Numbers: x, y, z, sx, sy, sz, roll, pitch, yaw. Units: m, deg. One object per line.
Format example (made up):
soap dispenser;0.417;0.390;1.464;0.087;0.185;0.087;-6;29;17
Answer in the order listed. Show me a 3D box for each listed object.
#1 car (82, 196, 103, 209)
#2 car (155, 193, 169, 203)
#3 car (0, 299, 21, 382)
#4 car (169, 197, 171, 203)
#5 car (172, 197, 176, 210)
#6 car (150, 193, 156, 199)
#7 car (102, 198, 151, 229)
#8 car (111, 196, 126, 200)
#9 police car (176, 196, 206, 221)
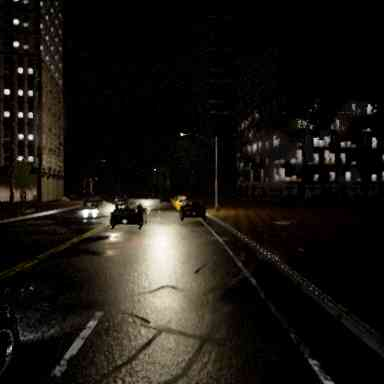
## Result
car;-12.431;1.299;41.755;2.128;1.511;4.902;0;0;-7
car;-4.858;1.269;59.251;2.033;1.411;5.357;0;0;-10
car;-3.210;1.552;2.635;1.994;1.385;4.181;0;0;0
car;-1.579;1.250;42.442;1.801;1.575;5.366;0;0;-7
car;-0.917;1.279;36.383;1.801;1.575;5.366;0;0;-6
car;-9.117;1.023;81.126;1.812;1.442;4.674;0;0;-13
car;-3.845;1.391;20.722;2.128;1.511;4.902;0;0;-3
car;-9.336;1.288;43.263;2.128;1.511;4.902;0;0;-7
police car;-0.027;1.296;26.182;1.930;1.638;5.238;0;0;-4
